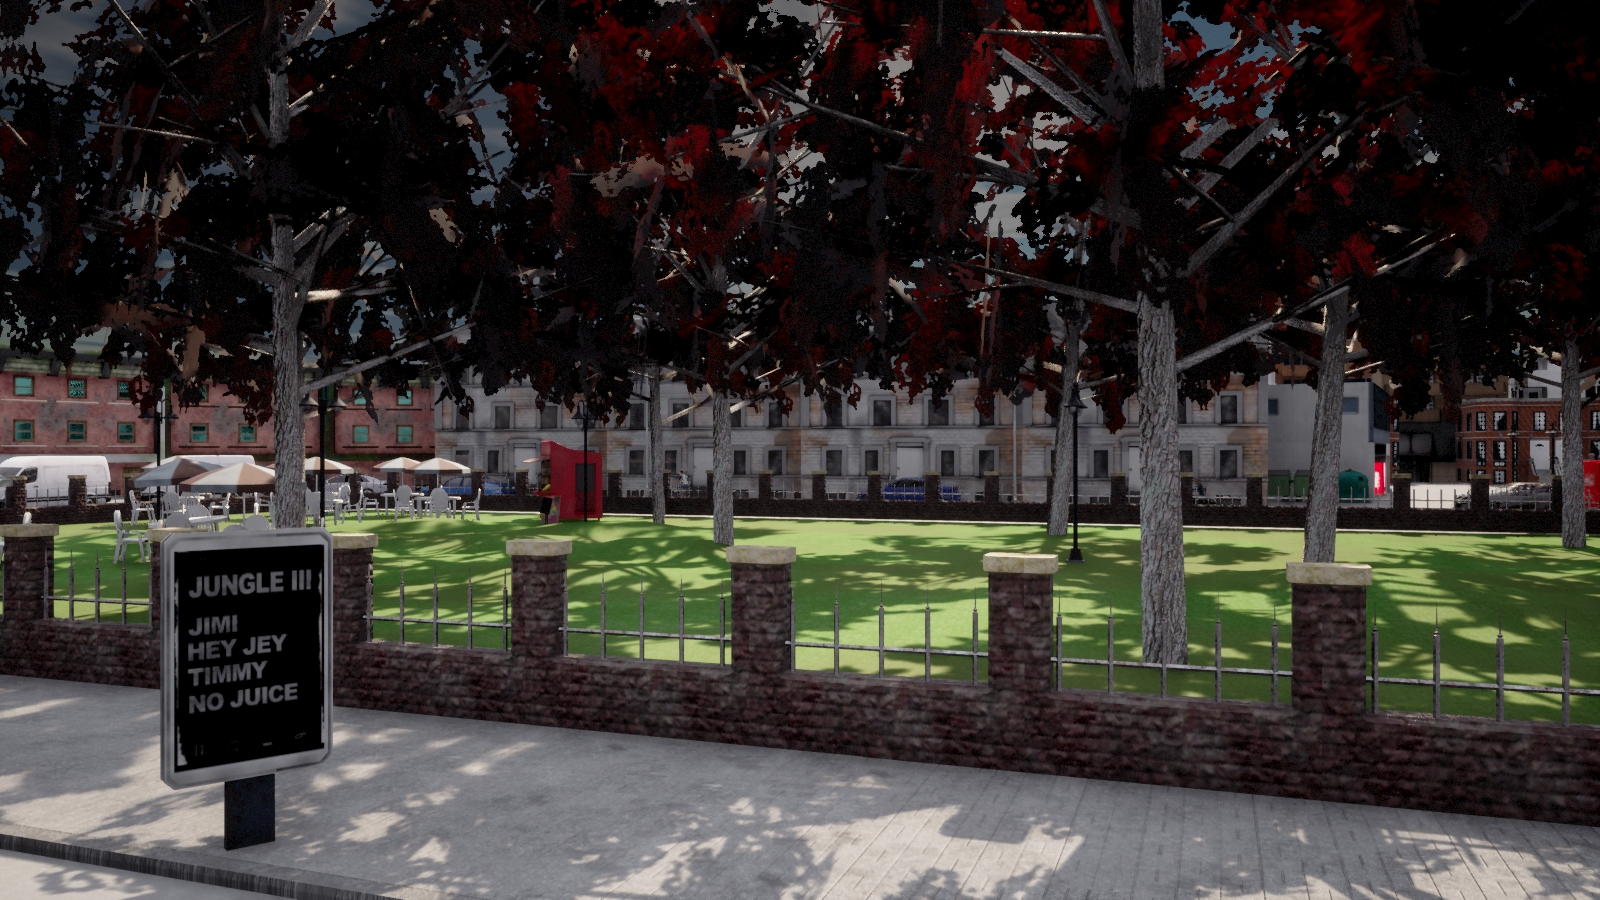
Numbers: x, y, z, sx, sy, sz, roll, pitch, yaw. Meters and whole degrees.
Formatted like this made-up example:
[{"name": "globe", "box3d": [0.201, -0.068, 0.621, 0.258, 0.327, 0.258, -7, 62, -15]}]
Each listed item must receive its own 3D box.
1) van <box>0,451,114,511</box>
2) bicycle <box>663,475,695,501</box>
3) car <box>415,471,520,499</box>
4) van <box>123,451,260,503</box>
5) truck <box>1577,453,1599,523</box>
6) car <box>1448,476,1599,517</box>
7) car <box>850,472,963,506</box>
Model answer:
[{"name": "van", "box3d": [-34.456, 1.334, 51.696, 1.988, 2.561, 5.915, 0, 0, 21]}, {"name": "bicycle", "box3d": [-6.182, 1.947, 58.485, 1.643, 1.296, 0.373, 0, 0, 20]}, {"name": "car", "box3d": [-18.262, 1.902, 62.828, 5.357, 1.411, 2.033, 0, 0, 19]}, {"name": "van", "box3d": [-31.314, 1.336, 58.944, 1.988, 2.561, 5.915, 0, 0, 41]}, {"name": "truck", "box3d": [31.126, 1.347, 40.710, 5.204, 2.467, 2.627, 0, 0, 20]}, {"name": "car", "box3d": [28.924, 1.823, 45.757, 4.902, 1.511, 2.128, 0, 0, 20]}, {"name": "car", "box3d": [5.090, 1.820, 54.411, 5.006, 1.535, 2.097, 0, 0, 20]}]
